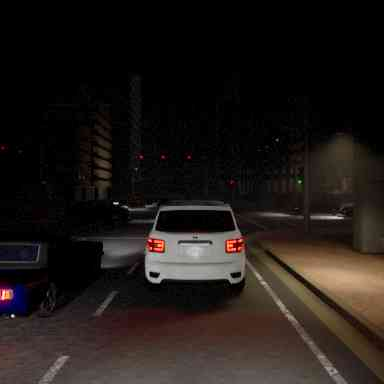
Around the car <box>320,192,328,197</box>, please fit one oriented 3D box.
[{"bbox_3d":[30.148,1.153,79.707,1.932,1.855,4.605,0,0,0],"label":"car"}]

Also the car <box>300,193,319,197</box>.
[{"bbox_3d":[16.130,1.156,47.073,1.905,1.878,3.866,0,0,0],"label":"car"}]

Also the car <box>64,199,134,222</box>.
[{"bbox_3d":[-7.266,1.491,25.647,4.902,1.511,2.128,0,0,-1],"label":"car"}]

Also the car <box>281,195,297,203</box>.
[{"bbox_3d":[18.817,1.395,64.543,1.970,1.475,3.806,0,0,0],"label":"car"}]

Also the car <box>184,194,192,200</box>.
[{"bbox_3d":[-0.990,1.303,85.825,1.882,1.535,5.008,0,0,0],"label":"car"}]

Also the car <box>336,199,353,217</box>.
[{"bbox_3d":[15.449,1.564,29.361,4.181,1.385,1.994,0,0,1],"label":"car"}]

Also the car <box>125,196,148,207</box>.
[{"bbox_3d":[-7.912,1.477,47.804,1.882,1.535,5.008,0,0,0],"label":"car"}]

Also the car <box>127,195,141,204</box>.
[{"bbox_3d":[-11.428,1.477,65.783,1.882,1.535,5.008,0,0,0],"label":"car"}]

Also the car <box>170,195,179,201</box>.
[{"bbox_3d":[-4.485,1.552,84.627,1.994,1.385,4.181,0,0,0],"label":"car"}]

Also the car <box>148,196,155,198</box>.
[{"bbox_3d":[-7.942,1.504,57.076,1.837,1.490,4.892,0,0,0],"label":"car"}]

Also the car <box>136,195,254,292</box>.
[{"bbox_3d":[0.093,1.221,9.100,2.150,2.045,5.566,0,0,1],"label":"car"}]

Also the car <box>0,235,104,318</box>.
[{"bbox_3d":[-3.420,1.601,7.348,1.895,1.301,4.718,0,0,1],"label":"car"}]

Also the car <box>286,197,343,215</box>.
[{"bbox_3d":[12.294,1.505,32.896,4.892,1.490,1.837,0,0,0],"label":"car"}]

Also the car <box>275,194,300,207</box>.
[{"bbox_3d":[13.236,1.153,47.125,1.932,1.855,4.605,0,0,0],"label":"car"}]

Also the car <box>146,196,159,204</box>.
[{"bbox_3d":[-7.920,1.547,67.686,2.033,1.411,5.357,0,0,0],"label":"car"}]

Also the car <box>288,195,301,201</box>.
[{"bbox_3d":[24.570,1.395,79.651,1.970,1.475,3.806,0,0,0],"label":"car"}]
